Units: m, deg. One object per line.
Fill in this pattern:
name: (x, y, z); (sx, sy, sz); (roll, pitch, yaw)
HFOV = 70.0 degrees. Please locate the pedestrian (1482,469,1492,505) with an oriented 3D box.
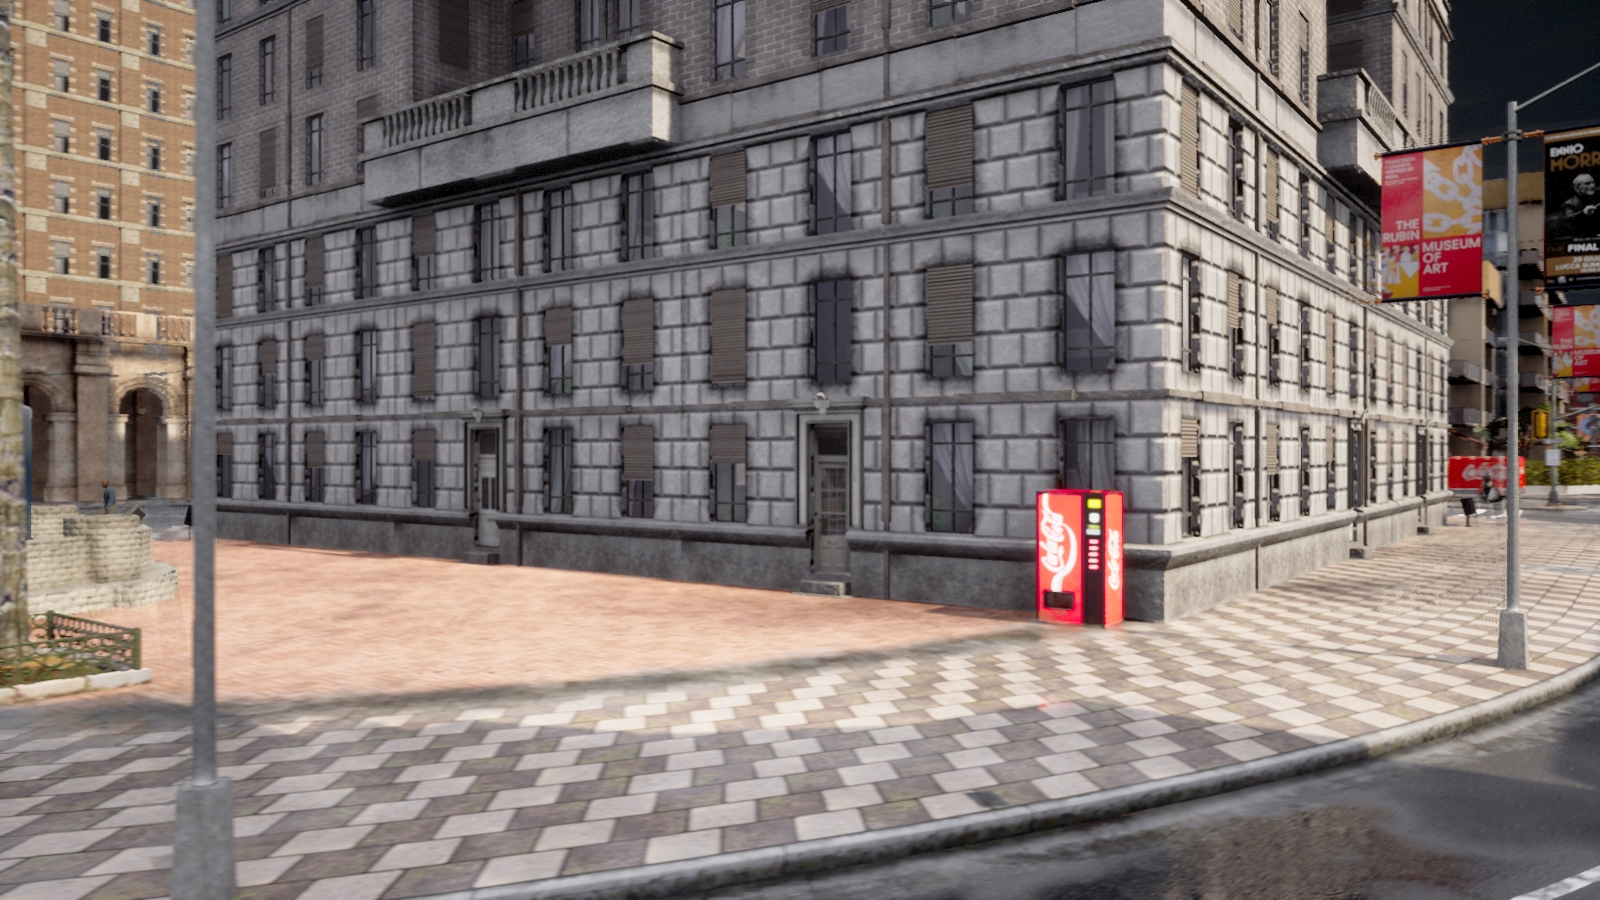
pedestrian: (35.339, 1.896, 58.780); (0.375, 1.860, 0.375); (0, 0, -44)

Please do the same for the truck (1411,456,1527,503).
truck: (37.092, 1.611, 63.437); (5.204, 2.467, 2.627); (-1, -1, 39)

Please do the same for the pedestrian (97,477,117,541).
pedestrian: (-20.564, 1.739, 33.897); (0.375, 1.860, 0.375); (0, 0, 32)

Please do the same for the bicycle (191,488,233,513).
bicycle: (-27.244, 2.321, 52.958); (0.859, 1.080, 1.487); (0, 0, 37)
